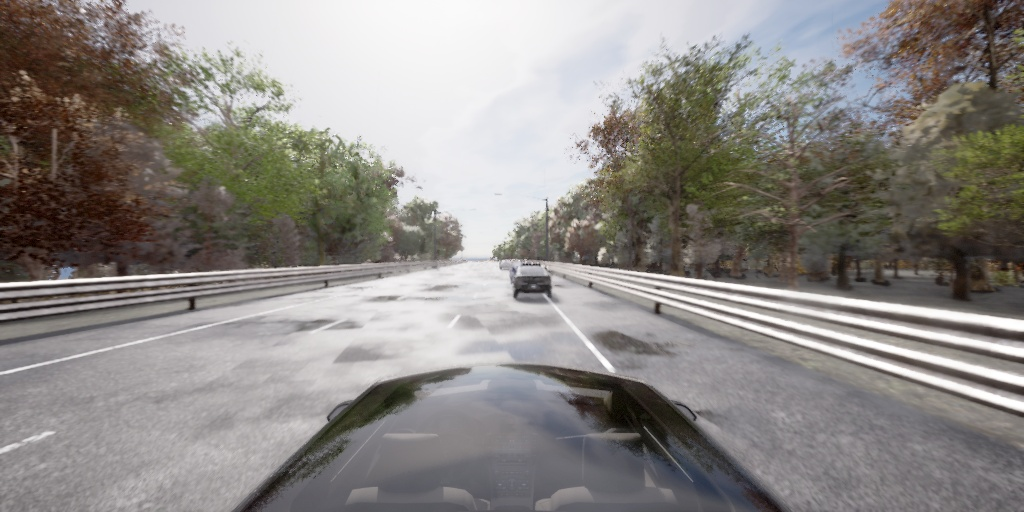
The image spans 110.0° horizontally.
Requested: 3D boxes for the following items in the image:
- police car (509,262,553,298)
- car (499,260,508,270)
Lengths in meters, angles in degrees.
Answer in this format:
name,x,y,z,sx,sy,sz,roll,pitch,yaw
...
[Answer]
name,x,y,z,sx,sy,sz,roll,pitch,yaw
police car,0.964,1.190,18.827,1.930,1.638,5.238,0,0,-1
car,-0.892,1.398,55.368,1.812,1.442,4.674,0,0,-2
